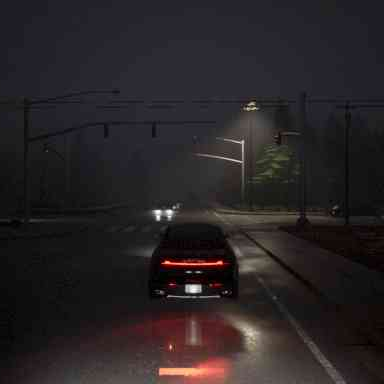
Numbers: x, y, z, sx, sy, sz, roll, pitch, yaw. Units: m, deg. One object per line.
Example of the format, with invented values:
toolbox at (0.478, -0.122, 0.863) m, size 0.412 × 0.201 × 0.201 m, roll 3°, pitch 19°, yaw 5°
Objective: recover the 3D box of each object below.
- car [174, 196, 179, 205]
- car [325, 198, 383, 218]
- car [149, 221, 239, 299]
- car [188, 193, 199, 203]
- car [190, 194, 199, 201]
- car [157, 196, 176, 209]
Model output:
car at (-3.564, 1.478, 55.147) m, size 1.882 × 1.535 × 5.008 m, roll 0°, pitch 0°, yaw 0°
car at (14.358, 1.378, 29.600) m, size 4.553 × 1.767 × 2.097 m, roll 0°, pitch 0°, yaw 1°
car at (0.049, 1.501, 8.461) m, size 1.837 × 1.490 × 4.892 m, roll 0°, pitch 0°, yaw 1°
car at (0.306, 1.224, 70.494) m, size 2.150 × 2.045 × 5.566 m, roll 0°, pitch 0°, yaw 2°
car at (0.580, 1.355, 80.886) m, size 2.097 × 1.767 × 4.553 m, roll 0°, pitch 0°, yaw 2°
car at (-3.592, 1.601, 44.865) m, size 1.895 × 1.301 × 4.718 m, roll 0°, pitch 0°, yaw 0°
